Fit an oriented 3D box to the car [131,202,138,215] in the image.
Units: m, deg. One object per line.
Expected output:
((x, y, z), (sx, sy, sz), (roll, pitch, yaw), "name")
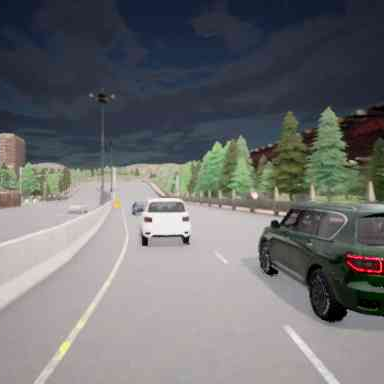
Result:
((-5.896, 1.804, 37.978), (2.033, 1.411, 5.357), (0, 0, -12), "car")

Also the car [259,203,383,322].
((3.197, 1.249, 7.500), (2.150, 2.045, 5.566), (0, 0, -4), "car")

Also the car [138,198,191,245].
((-1.439, 1.326, 16.440), (2.150, 2.045, 5.566), (0, 0, -9), "car")
